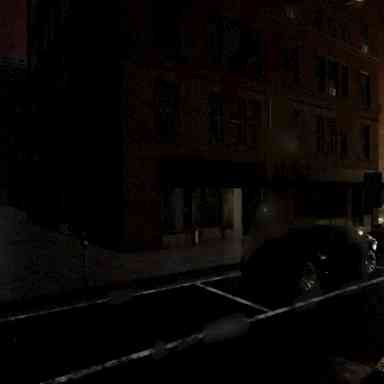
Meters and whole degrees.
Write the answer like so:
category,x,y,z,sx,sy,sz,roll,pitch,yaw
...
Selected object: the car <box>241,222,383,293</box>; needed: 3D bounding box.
category,x,y,z,sx,sy,sz,roll,pitch,yaw
car,3.246,1.564,8.854,4.313,1.339,1.947,0,0,-36
